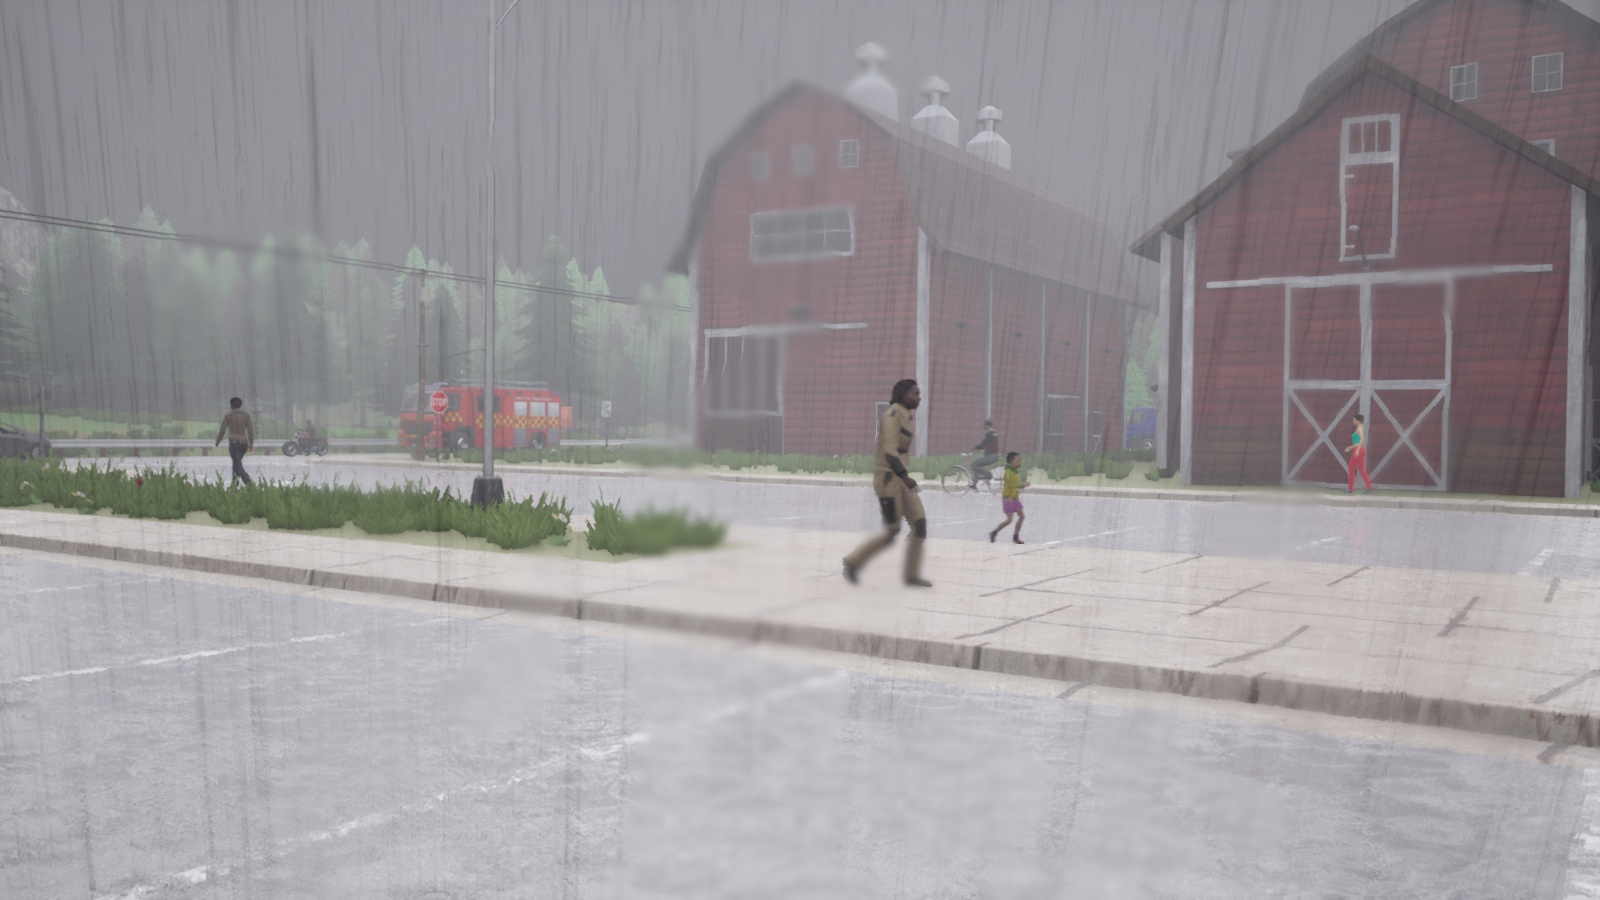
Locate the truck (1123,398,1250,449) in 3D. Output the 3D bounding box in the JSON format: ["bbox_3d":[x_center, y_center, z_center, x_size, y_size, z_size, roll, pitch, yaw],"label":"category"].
[{"bbox_3d":[26.961,-1.826,87.741,7.936,3.462,2.891,0,1,33],"label":"truck"}]

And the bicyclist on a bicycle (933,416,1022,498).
[{"bbox_3d":[3.928,0.138,27.781,1.843,1.776,0.659,1,1,33],"label":"bicyclist on a bicycle"}]

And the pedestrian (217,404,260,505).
[{"bbox_3d":[-10.275,0.077,22.970,0.869,1.805,0.328,0,1,38],"label":"pedestrian"}]

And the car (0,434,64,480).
[{"bbox_3d":[-26.939,0.225,41.899,1.845,1.501,3.633,0,1,34],"label":"car"}]

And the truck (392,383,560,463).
[{"bbox_3d":[-16.326,-1.364,64.019,2.891,3.827,8.468,0,1,34],"label":"truck"}]

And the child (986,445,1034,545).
[{"bbox_3d":[2.479,0.518,14.803,0.473,1.160,0.299,0,1,33],"label":"child"}]

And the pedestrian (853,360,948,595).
[{"bbox_3d":[0.851,0.221,10.611,0.692,1.930,0.396,0,1,25],"label":"pedestrian"}]

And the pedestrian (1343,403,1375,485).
[{"bbox_3d":[12.696,-0.140,28.524,0.594,1.836,0.345,1,1,42],"label":"pedestrian"}]

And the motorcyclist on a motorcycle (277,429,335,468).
[{"bbox_3d":[-21.893,-0.087,55.719,0.766,1.649,2.350,0,1,34],"label":"motorcyclist on a motorcycle"}]

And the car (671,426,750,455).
[{"bbox_3d":[-5.258,-0.579,74.262,2.242,1.667,4.611,0,1,34],"label":"car"}]
